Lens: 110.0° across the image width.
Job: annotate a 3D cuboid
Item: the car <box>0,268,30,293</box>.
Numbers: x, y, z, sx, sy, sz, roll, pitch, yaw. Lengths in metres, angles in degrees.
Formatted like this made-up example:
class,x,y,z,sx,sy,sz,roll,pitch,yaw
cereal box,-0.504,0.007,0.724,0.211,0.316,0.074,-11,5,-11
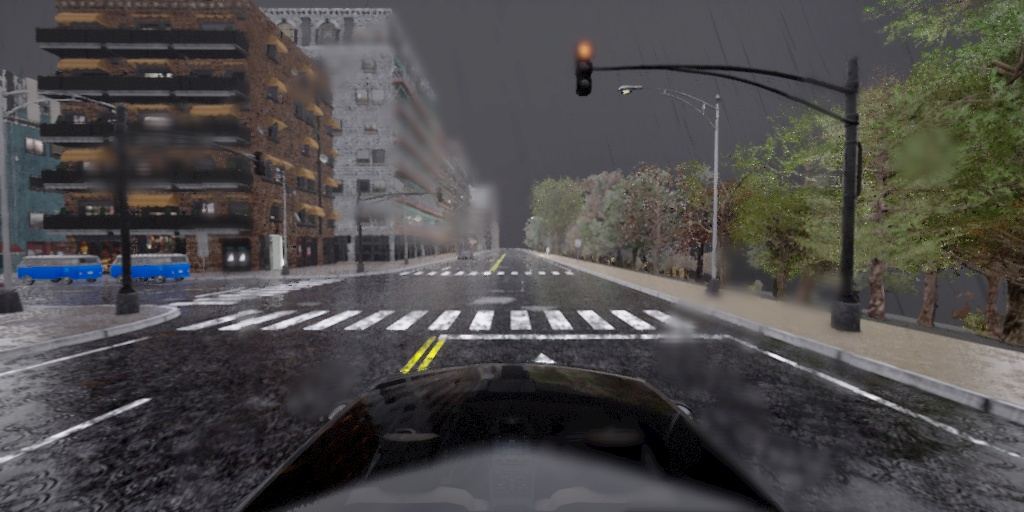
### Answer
class,x,y,z,sx,sy,sz,roll,pitch,yaw
car,-22.648,1.282,14.286,4.207,1.307,1.802,0,0,-1

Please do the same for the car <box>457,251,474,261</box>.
class,x,y,z,sx,sy,sz,roll,pitch,yaw
car,-6.567,-0.039,51.291,1.994,1.385,4.181,0,2,0

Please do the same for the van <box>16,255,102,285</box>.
class,x,y,z,sx,sy,sz,roll,pitch,yaw
van,-28.348,0.853,22.546,3.998,1.789,1.690,0,0,-1

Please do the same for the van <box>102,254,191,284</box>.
class,x,y,z,sx,sy,sz,roll,pitch,yaw
van,-22.747,0.774,22.629,3.998,1.789,1.690,0,0,-1
